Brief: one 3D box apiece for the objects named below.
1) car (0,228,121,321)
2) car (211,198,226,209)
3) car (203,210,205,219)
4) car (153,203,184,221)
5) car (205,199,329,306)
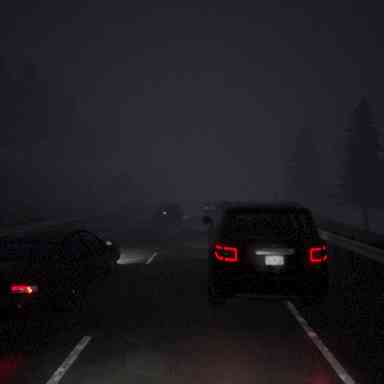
[{"bbox_3d":[-3.144,1.545,7.630,2.033,1.411,5.357,0,0,2],"label":"car"},{"bbox_3d":[3.759,1.592,46.550,1.895,1.301,4.718,0,0,8],"label":"car"},{"bbox_3d":[2.289,1.541,33.479,2.033,1.411,5.357,0,0,7],"label":"car"},{"bbox_3d":[-1.850,1.558,26.951,1.994,1.385,4.181,0,0,5],"label":"car"},{"bbox_3d":[1.471,1.224,8.180,2.150,2.045,5.566,0,0,2],"label":"car"}]
